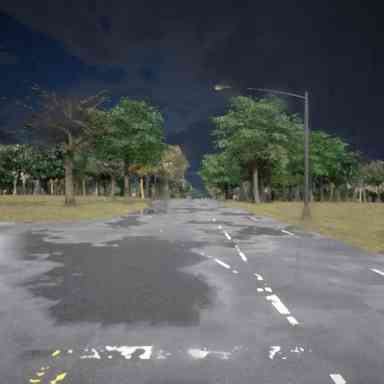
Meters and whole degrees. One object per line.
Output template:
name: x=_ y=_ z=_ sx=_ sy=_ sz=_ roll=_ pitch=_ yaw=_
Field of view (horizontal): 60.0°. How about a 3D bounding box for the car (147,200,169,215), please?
car: x=-3.448 y=1.573 z=34.449 sx=1.837 sy=1.490 sz=4.892 roll=0 pitch=0 yaw=0
